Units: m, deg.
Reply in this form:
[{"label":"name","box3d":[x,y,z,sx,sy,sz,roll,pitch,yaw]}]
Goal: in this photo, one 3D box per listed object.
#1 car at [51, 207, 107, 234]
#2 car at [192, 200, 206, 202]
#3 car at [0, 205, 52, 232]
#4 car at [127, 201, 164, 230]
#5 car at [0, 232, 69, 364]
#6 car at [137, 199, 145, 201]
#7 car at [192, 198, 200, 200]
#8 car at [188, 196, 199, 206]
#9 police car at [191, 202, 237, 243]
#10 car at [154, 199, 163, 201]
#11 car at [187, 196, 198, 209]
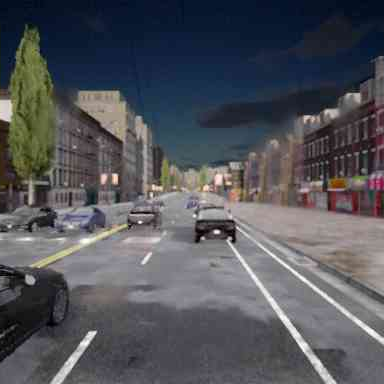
[{"label":"car","box3d":[-6.494,1.626,20.158,1.812,1.442,4.674,0,0,0]},{"label":"car","box3d":[1.117,1.643,26.553,1.837,1.490,4.892,0,0,0]},{"label":"car","box3d":[-9.742,1.606,20.222,1.837,1.490,4.892,0,0,0]},{"label":"car","box3d":[-3.035,1.603,22.096,2.128,1.511,4.902,0,0,0]},{"label":"car","box3d":[-3.134,1.540,4.087,1.812,1.442,4.674,0,0,0]},{"label":"car","box3d":[-9.467,2.076,61.851,1.994,1.385,4.181,0,-1,1]},{"label":"car","box3d":[1.151,1.639,32.744,1.801,1.575,5.366,0,0,0]},{"label":"car","box3d":[0.375,1.839,68.633,2.150,2.045,5.566,0,-1,0]},{"label":"police car","box3d":[1.062,1.507,16.663,1.930,1.638,5.238,0,0,0]},{"label":"car","box3d":[-6.222,1.987,61.595,1.882,1.535,5.008,0,-1,1]},{"label":"car","box3d":[0.280,1.724,51.344,2.097,1.767,4.553,0,-1,0]}]
